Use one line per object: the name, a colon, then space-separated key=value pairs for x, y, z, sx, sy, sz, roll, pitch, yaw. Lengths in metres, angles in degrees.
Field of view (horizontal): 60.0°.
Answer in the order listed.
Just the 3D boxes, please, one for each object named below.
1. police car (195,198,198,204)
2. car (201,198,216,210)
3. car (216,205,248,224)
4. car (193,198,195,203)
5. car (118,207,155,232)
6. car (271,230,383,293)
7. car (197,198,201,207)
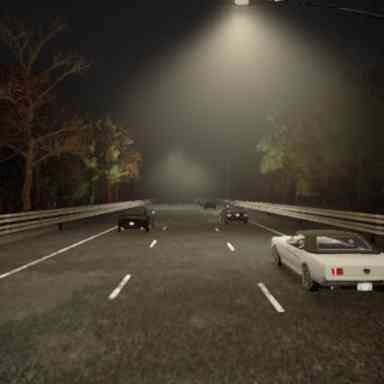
police car: x=2.335 y=2.179 z=76.340 sx=1.930 sy=1.638 sz=5.238 roll=0 pitch=-1 yaw=-2
car: x=2.907 y=2.021 z=54.163 sx=1.882 sy=1.535 sz=5.008 roll=0 pitch=-1 yaw=-1
car: x=3.433 y=1.832 z=27.795 sx=2.033 sy=1.411 sz=5.357 roll=0 pitch=-1 yaw=-1
car: x=1.986 y=2.348 z=87.261 sx=2.128 sy=1.511 sz=4.902 roll=0 pitch=-1 yaw=-2
car: x=-3.509 y=1.701 z=21.709 sx=1.882 sy=1.535 sz=5.008 roll=0 pitch=-1 yaw=0
car: x=3.576 y=1.695 z=9.110 sx=1.895 sy=1.301 sz=4.718 roll=0 pitch=-1 yaw=0
car: x=2.646 y=2.211 z=65.196 sx=1.994 sy=1.385 sz=4.181 roll=0 pitch=-1 yaw=-1
